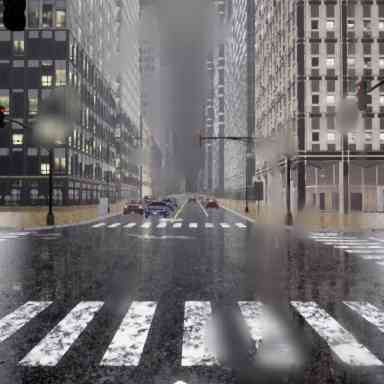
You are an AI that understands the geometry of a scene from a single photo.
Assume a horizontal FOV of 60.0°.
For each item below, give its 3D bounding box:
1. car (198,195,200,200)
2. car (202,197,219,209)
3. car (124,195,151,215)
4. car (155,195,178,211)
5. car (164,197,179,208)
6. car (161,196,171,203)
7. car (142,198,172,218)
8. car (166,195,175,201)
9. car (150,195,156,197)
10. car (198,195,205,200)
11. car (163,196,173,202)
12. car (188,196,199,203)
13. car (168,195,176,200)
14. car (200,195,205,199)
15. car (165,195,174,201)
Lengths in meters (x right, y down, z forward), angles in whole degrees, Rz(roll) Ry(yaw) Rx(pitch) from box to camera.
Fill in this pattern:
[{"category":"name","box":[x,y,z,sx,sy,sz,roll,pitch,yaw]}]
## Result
[{"category":"car","box":[2.692,1.590,61.741,1.947,1.339,4.313,1,0,0]},{"category":"car","box":[2.694,1.599,45.008,1.802,1.307,4.206,1,0,0]},{"category":"car","box":[-5.680,1.453,33.794,1.967,1.590,4.097,1,0,0]},{"category":"car","box":[-3.104,1.520,40.670,1.837,1.490,4.892,0,0,0]},{"category":"car","box":[-3.105,1.567,51.058,2.033,1.411,5.357,0,0,0]},{"category":"car","box":[-5.690,1.573,72.820,1.887,1.381,4.507,1,0,0]},{"category":"car","box":[-3.104,1.537,30.328,1.812,1.442,4.674,0,0,0]},{"category":"car","box":[-5.693,1.587,89.546,2.008,1.369,4.403,1,0,0]},{"category":"car","box":[-5.680,1.332,44.945,2.192,1.841,5.009,1,0,0]},{"category":"car","box":[2.686,1.584,95.204,1.887,1.381,4.507,1,0,0]},{"category":"car","box":[-5.691,1.582,78.395,2.008,1.369,4.403,1,0,0]},{"category":"car","box":[0.070,1.574,70.510,2.033,1.411,5.357,0,0,0]},{"category":"car","box":[-5.695,1.605,95.121,1.947,1.339,4.313,1,0,0]},{"category":"car","box":[2.694,1.547,56.334,1.752,1.417,4.829,1,0,0]},{"category":"car","box":[-5.692,1.578,83.970,1.887,1.381,4.507,1,0,0]}]
